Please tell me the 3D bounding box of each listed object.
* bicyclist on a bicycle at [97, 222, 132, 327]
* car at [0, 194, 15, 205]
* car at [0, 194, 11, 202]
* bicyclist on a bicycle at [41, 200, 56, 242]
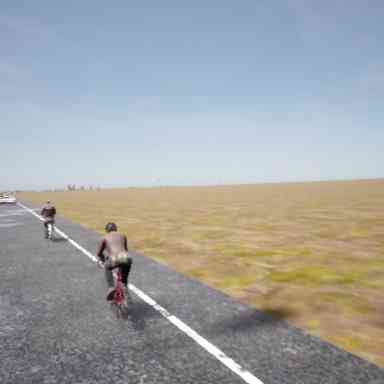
[{"bbox_3d":[-1.352,1.367,5.800,0.582,1.620,1.656,-2,1,-29],"label":"bicyclist on a bicycle"},{"bbox_3d":[-27.506,1.268,49.641,1.895,1.301,4.718,-2,1,-30],"label":"car"},{"bbox_3d":[-36.342,1.129,64.437,2.128,1.511,4.902,-2,1,-31],"label":"car"},{"bbox_3d":[-6.208,1.225,14.386,0.659,1.776,1.843,-2,1,-30],"label":"bicyclist on a bicycle"}]
